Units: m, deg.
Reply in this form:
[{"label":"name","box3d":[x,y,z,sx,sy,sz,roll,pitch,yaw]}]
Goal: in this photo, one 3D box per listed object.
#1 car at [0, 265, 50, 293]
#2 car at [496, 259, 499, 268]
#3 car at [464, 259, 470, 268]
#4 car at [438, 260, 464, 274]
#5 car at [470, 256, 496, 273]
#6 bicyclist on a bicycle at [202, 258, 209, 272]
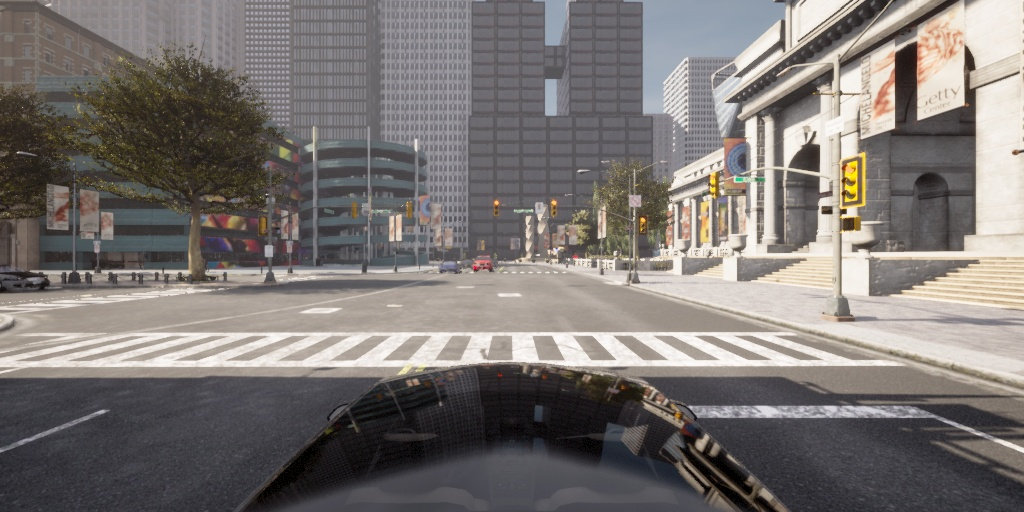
[{"label":"car","box3d":[-29.161,1.241,20.161,4.902,1.511,2.128,0,0,0]},{"label":"car","box3d":[-3.492,1.314,59.076,1.994,1.385,4.181,0,0,0]},{"label":"car","box3d":[-6.987,1.255,56.842,1.837,1.490,4.892,0,0,0]},{"label":"car","box3d":[-7.019,1.275,41.059,1.812,1.442,4.674,0,0,0]},{"label":"car","box3d":[-3.512,0.973,44.448,2.150,2.045,5.566,0,0,0]},{"label":"bicyclist on a bicycle","box3d":[-34.155,1.050,39.630,0.582,1.620,1.656,0,0,0]}]
